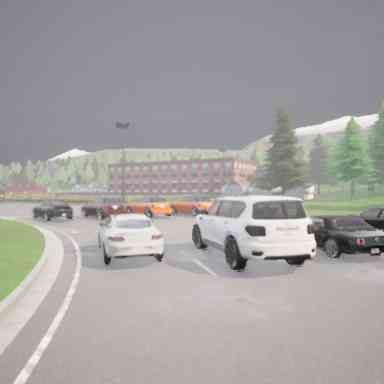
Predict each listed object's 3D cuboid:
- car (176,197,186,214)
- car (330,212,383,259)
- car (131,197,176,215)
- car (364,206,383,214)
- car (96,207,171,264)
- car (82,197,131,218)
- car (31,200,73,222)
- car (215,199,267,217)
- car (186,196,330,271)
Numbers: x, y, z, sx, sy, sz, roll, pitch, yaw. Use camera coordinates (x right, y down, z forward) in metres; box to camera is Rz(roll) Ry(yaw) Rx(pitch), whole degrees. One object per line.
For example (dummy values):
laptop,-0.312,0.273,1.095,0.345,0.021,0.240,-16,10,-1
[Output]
car,-0.023,1.147,29.455,2.097,1.767,4.553,-1,1,-37
car,4.933,1.484,12.196,1.895,1.301,4.718,0,0,-16
car,-3.711,1.180,28.095,2.097,1.767,4.553,-1,1,-38
car,8.234,1.328,13.948,1.882,1.535,5.008,0,0,-17
car,-2.217,1.459,11.567,1.812,1.442,4.674,0,0,-18
car,-7.177,1.211,26.810,2.097,1.767,4.553,-1,1,-40
car,-10.854,1.395,25.732,1.837,1.490,4.892,0,0,-43
car,4.241,1.368,29.686,1.895,1.301,4.718,-1,0,-35
car,1.685,1.132,10.973,2.150,2.045,5.566,0,0,-16
